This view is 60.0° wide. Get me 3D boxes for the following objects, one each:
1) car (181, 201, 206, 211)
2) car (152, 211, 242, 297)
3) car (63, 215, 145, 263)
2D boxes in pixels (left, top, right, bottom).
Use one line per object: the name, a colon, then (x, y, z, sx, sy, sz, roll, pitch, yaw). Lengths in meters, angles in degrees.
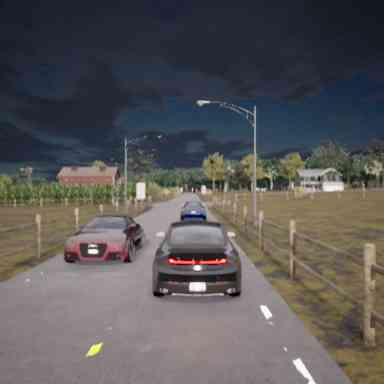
car: (0.105, 1.422, 26.149, 1.994, 1.385, 4.181, 0, 0, 0)
car: (0.102, 1.467, 8.488, 1.837, 1.490, 4.892, 0, 0, 0)
car: (-2.848, 1.510, 11.555, 1.994, 1.385, 4.181, 0, 0, 0)
